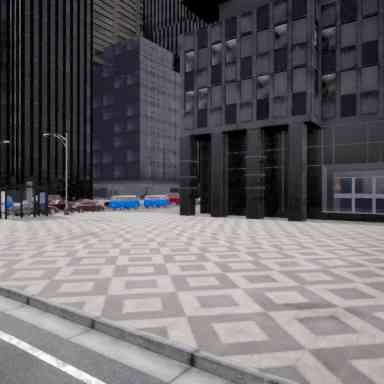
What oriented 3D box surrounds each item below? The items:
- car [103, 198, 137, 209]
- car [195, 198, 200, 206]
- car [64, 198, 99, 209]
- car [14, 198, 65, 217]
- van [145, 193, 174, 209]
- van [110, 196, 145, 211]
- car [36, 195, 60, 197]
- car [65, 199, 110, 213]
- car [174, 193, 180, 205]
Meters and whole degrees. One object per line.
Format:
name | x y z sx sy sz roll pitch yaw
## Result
car | -10.184 1.573 47.250 1.895 1.301 4.718 0 0 36
car | 1.864 1.569 54.069 1.802 1.307 4.206 0 0 35
car | -14.962 1.549 45.142 1.802 1.307 4.206 0 0 35
car | -14.606 1.549 30.948 2.008 1.369 4.403 0 0 35
van | -4.723 1.330 44.821 1.690 1.788 3.998 0 0 35
van | -8.017 1.332 40.197 1.690 1.788 3.998 0 0 35
car | -18.256 1.285 40.517 2.192 1.841 5.009 0 0 35
car | -11.312 1.576 35.573 1.802 1.307 4.206 0 0 35
car | -4.112 1.193 55.695 2.150 2.045 5.566 0 0 36
